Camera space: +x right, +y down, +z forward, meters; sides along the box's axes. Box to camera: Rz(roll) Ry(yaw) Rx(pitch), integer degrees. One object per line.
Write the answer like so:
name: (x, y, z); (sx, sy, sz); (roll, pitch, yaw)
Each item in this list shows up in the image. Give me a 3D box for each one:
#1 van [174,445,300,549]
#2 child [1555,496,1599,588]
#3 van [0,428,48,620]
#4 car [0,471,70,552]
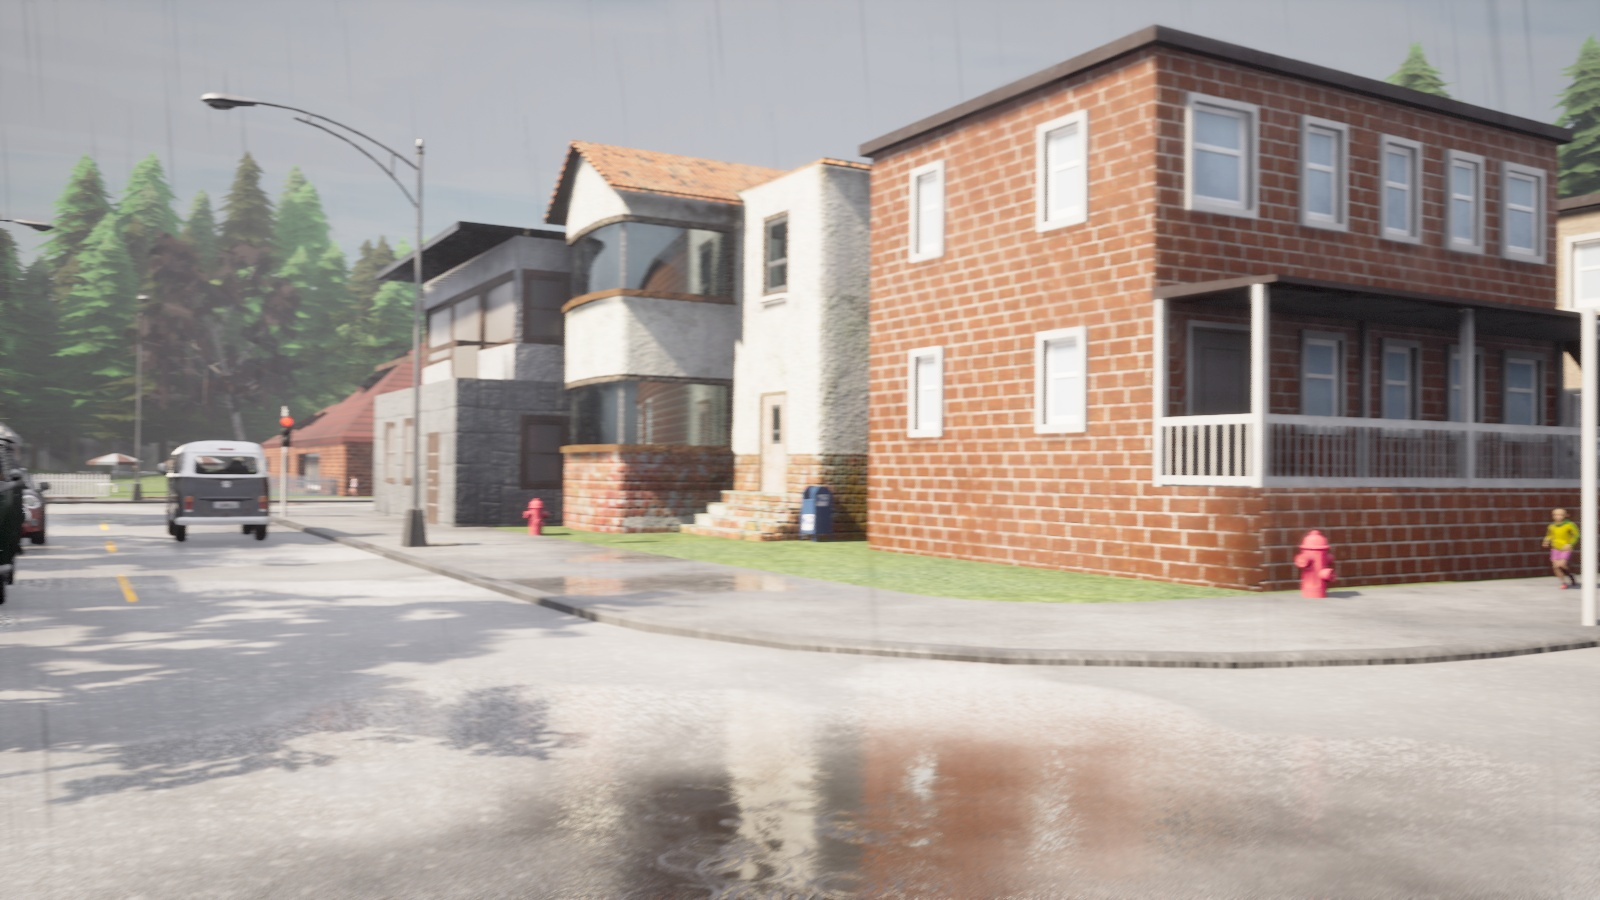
van: (-12.171, 0.957, 26.980); (2.069, 2.038, 4.480); (1, -1, -29)
child: (10.049, 1.179, 16.237); (0.473, 1.160, 0.299); (1, -1, -30)
van: (-9.859, 0.790, 14.628); (1.775, 1.987, 4.442); (1, -1, -30)
car: (-15.563, 1.159, 24.791); (1.970, 1.475, 3.806); (1, -1, -30)
